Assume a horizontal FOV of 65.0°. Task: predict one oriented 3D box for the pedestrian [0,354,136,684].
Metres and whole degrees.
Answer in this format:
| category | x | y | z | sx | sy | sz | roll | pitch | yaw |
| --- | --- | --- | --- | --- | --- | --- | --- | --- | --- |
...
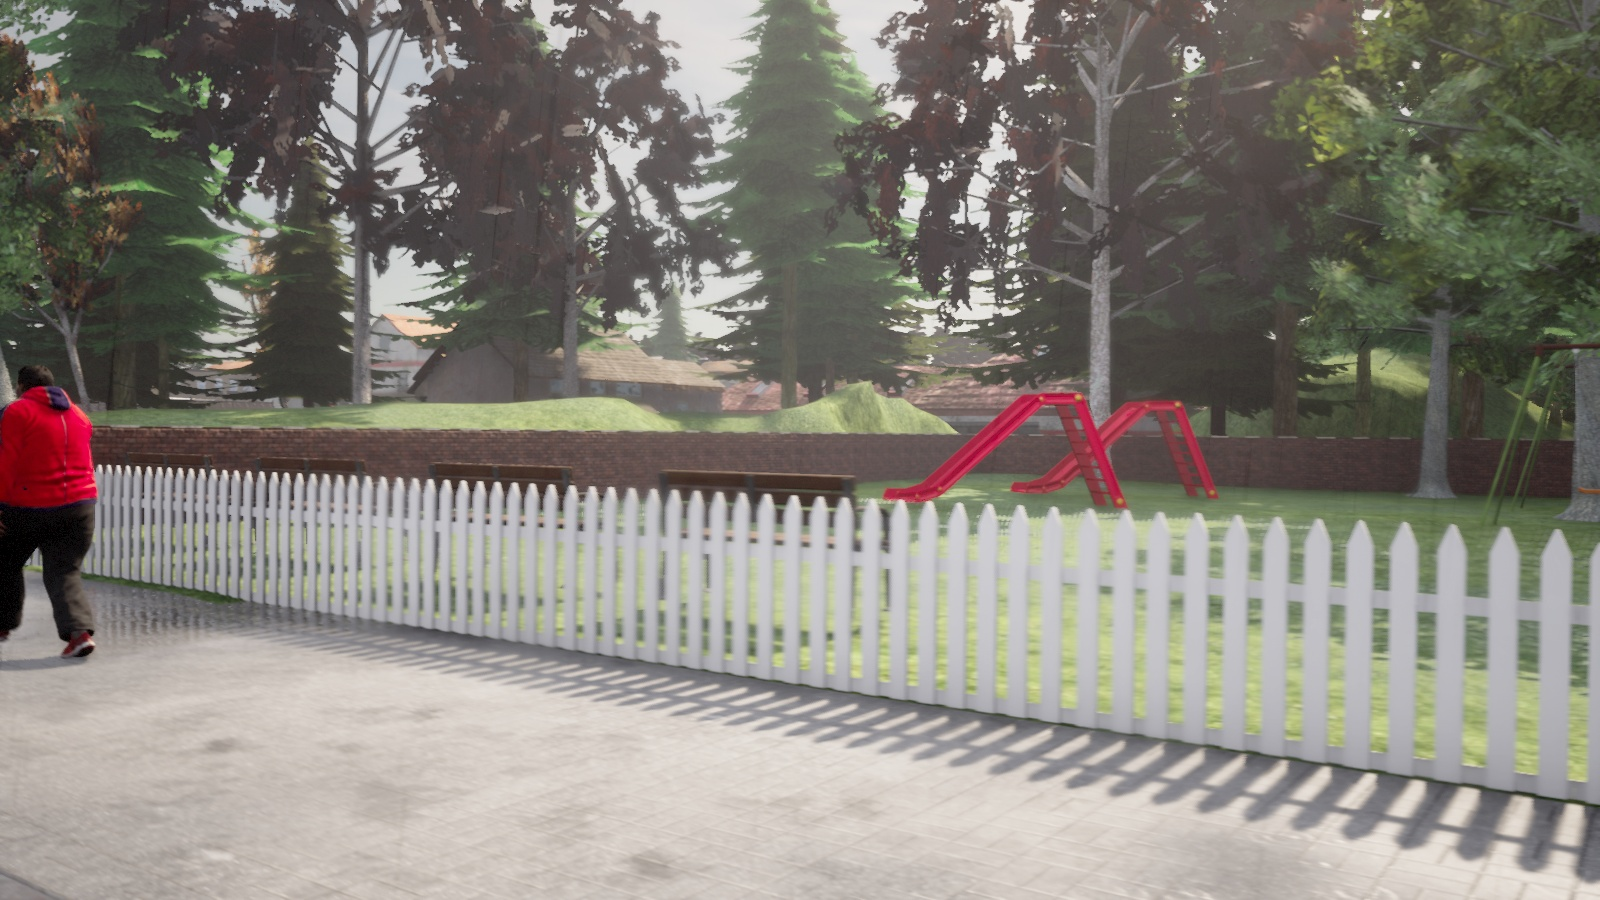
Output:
| category | x | y | z | sx | sy | sz | roll | pitch | yaw |
| --- | --- | --- | --- | --- | --- | --- | --- | --- | --- |
| pedestrian | -4.560 | 0.382 | 7.506 | 0.899 | 1.844 | 0.634 | 0 | 1 | 29 |
